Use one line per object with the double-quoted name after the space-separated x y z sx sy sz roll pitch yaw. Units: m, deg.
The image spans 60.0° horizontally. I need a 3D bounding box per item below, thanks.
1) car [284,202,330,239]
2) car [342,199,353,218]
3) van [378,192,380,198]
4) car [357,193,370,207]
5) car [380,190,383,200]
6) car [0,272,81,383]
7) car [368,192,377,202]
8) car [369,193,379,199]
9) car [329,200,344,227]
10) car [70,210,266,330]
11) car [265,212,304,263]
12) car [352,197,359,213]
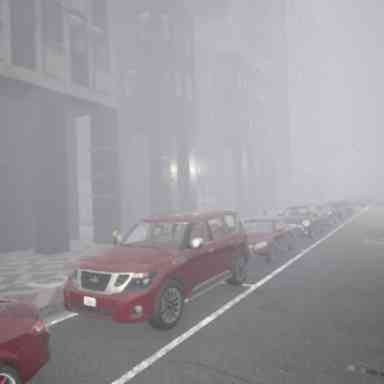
5.485 1.438 17.034 1.967 1.590 4.097 -3 -1 31 "car"
11.309 1.472 26.606 1.947 1.339 4.313 -3 -1 31 "car"
40.402 0.810 74.478 1.690 1.788 3.998 -3 -1 31 "van"
22.948 1.274 45.754 1.887 1.381 4.507 -3 -1 31 "car"
43.302 0.855 73.917 1.882 1.535 5.008 -2 -1 31 "car"
-3.240 1.721 2.672 1.802 1.307 4.206 -3 -1 31 "car"
31.675 1.039 60.116 1.967 1.590 4.097 -3 -1 31 "car"
43.319 0.970 79.262 1.887 1.381 4.507 -3 -1 31 "car"
8.399 1.503 21.820 2.008 1.369 4.403 -3 -1 31 "car"
-0.339 1.407 7.462 2.192 1.841 5.009 -3 -1 31 "car"
2.580 1.627 12.246 1.802 1.307 4.206 -3 -1 31 "car"
14.219 1.427 31.393 1.947 1.339 4.313 -3 -1 31 "car"
